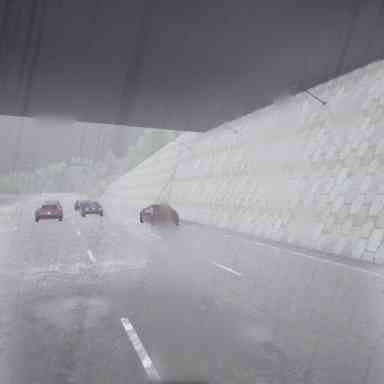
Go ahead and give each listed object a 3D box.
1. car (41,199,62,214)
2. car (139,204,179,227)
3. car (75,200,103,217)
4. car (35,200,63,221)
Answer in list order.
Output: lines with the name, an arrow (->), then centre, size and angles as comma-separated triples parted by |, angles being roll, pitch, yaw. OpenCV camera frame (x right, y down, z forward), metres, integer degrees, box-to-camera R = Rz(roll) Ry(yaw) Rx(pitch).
car -> -15.548, 1.560, 36.847 | 1.994, 1.385, 4.181 | 0, 0, -22
car -> -2.301, 1.524, 22.832 | 1.812, 1.442, 4.674 | 0, 0, -22
car -> -9.516, 1.545, 31.298 | 2.033, 1.411, 5.357 | 0, 0, -22
car -> -11.554, 1.561, 27.004 | 1.994, 1.385, 4.181 | 0, 0, -22
